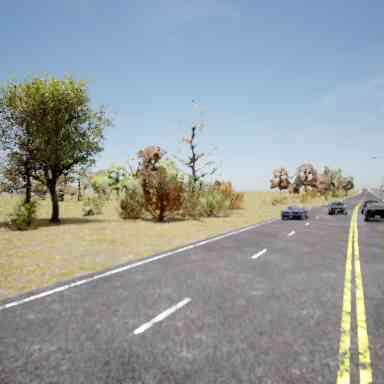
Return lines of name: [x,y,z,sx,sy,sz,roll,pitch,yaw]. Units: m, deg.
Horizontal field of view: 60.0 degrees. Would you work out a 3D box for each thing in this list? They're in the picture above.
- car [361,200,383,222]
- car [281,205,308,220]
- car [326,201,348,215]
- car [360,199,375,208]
car: [15.712,1.708,28.415,1.837,1.490,4.892,-1,-1,27]
car: [9.636,1.899,31.199,1.895,1.301,4.718,-1,-1,26]
car: [16.490,1.810,37.683,1.837,1.490,4.892,-1,-1,27]
car: [20.501,1.621,38.140,2.097,1.767,4.553,-1,-1,27]
